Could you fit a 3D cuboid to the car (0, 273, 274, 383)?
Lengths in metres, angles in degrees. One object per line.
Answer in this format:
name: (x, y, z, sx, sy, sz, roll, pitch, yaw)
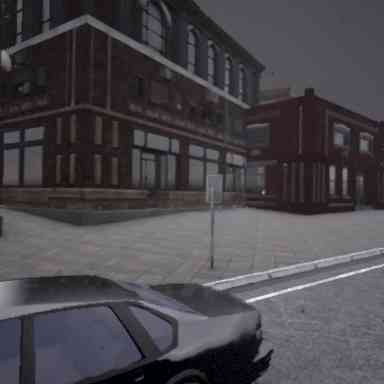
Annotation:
car: (-1.660, 1.548, 2.808, 5.357, 1.411, 2.033, 0, 0, -35)
